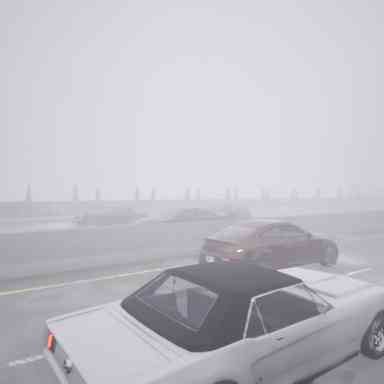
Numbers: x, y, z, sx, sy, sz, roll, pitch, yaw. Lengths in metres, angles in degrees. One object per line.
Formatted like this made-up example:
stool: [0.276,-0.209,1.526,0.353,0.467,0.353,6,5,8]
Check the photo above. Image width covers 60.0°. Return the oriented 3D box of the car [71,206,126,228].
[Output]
car: [-5.319,1.601,21.697,4.718,1.301,1.895,0,0,-36]

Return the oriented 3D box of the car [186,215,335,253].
car: [2.328,1.526,9.708,4.674,1.442,1.812,0,0,-36]

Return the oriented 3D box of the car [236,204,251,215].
car: [1.866,1.492,22.521,4.902,1.511,2.128,0,0,-35]

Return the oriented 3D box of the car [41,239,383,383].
car: [0.764,1.601,4.292,4.718,1.301,1.895,0,0,-36]

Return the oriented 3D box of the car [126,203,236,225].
car: [-0.454,1.478,16.569,5.008,1.535,1.882,0,0,-35]
